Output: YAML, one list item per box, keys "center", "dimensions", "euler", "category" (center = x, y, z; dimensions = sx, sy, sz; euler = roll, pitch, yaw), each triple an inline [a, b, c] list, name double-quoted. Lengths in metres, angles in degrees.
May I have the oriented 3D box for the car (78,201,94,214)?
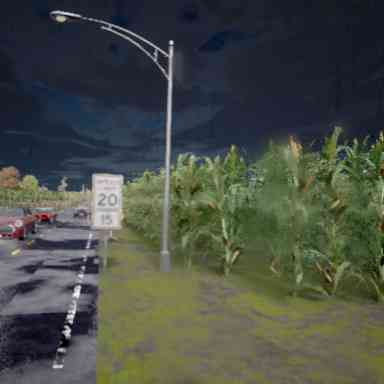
- center: [-15.592, 2.286, 49.132]
  dimensions: [2.097, 1.767, 4.553]
  euler: [2, -2, -15]
  category: "car"

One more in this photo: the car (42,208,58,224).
- center: [-13.036, 2.061, 29.240]
  dimensions: [1.895, 1.301, 4.718]
  euler: [2, -2, -15]
  category: "car"

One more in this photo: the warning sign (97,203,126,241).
- center: [-4.114, 1.494, 16.952]
  dimensions: [1.300, 1.860, 1.060]
  euler: [2, -2, -15]
  category: "warning sign"

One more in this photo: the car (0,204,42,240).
- center: [-10.020, 1.597, 18.375]
  dimensions: [2.097, 1.767, 4.553]
  euler: [2, -2, -15]
  category: "car"

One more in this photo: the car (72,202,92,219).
- center: [-12.484, 2.246, 38.042]
  dimensions: [1.812, 1.442, 4.674]
  euler: [2, -2, -15]
  category: "car"
